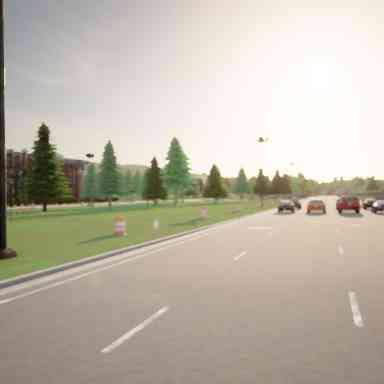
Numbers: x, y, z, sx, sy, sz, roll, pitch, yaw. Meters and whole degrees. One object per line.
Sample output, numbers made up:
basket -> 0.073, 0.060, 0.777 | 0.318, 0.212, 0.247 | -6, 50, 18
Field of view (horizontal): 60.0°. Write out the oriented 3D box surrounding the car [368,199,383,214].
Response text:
car -> 21.821, 1.694, 38.184 | 1.812, 1.442, 4.674 | -1, -1, 23

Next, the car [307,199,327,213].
car -> 15.260, 1.626, 40.635 | 2.097, 1.767, 4.553 | -1, -1, 23

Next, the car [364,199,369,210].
car -> 25.555, 1.732, 47.491 | 1.837, 1.490, 4.892 | -1, -1, 22

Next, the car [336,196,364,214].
car -> 18.392, 1.440, 39.061 | 2.150, 2.045, 5.566 | -1, -1, 22

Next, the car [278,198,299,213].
car -> 11.945, 1.831, 41.777 | 1.837, 1.490, 4.892 | -1, -1, 23

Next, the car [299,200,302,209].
car -> 15.818, 1.739, 51.425 | 2.097, 1.767, 4.553 | -1, -1, 22

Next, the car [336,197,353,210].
car -> 22.300, 1.632, 48.785 | 2.097, 1.767, 4.553 | -1, -1, 22

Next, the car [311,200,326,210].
car -> 19.073, 1.898, 50.130 | 1.994, 1.385, 4.181 | -1, -1, 22
